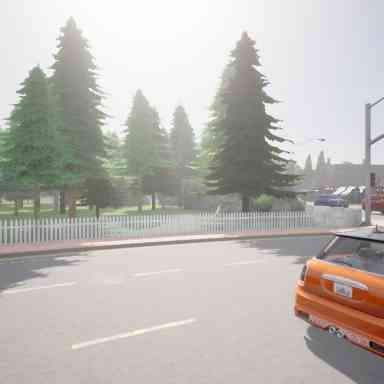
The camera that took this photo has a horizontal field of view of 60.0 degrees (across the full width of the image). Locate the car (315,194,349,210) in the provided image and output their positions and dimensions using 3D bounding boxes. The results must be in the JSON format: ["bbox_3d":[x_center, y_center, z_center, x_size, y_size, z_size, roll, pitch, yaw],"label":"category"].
[{"bbox_3d":[18.063,1.277,43.459,2.150,2.045,5.566,0,0,-8],"label":"car"}]

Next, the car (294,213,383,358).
[{"bbox_3d":[3.966,1.352,5.453,4.553,1.767,2.097,0,0,-26],"label":"car"}]

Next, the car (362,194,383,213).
[{"bbox_3d":[19.419,1.277,33.192,2.150,2.045,5.566,0,0,-7],"label":"car"}]
